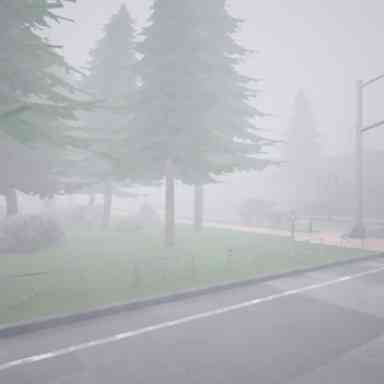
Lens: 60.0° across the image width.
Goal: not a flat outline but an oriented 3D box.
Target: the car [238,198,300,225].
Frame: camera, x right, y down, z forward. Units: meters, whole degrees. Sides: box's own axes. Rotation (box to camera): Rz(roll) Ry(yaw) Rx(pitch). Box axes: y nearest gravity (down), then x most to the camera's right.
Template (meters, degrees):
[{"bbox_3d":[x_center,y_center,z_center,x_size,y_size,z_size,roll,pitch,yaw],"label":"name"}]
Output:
[{"bbox_3d":[6.365,1.586,28.228,2.150,2.045,5.566,1,1,-35],"label":"car"}]

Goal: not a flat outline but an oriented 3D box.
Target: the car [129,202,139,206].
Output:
[{"bbox_3d":[-10.558,1.657,64.009,2.150,2.045,5.566,1,0,-21],"label":"car"}]

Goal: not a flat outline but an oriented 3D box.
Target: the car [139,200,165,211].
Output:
[{"bbox_3d":[-5.225,1.938,45.342,1.994,1.385,4.181,1,0,-30],"label":"car"}]

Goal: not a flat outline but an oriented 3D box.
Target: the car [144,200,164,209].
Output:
[{"bbox_3d":[-6.354,1.983,54.928,1.994,1.385,4.181,1,0,-26],"label":"car"}]
